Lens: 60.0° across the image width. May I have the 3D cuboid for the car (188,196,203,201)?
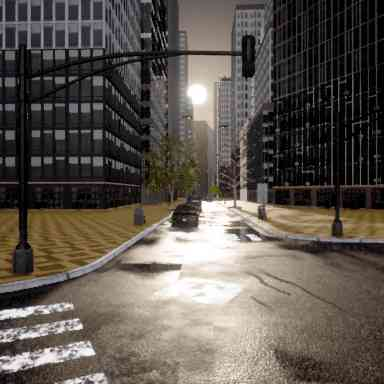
[{"bbox_3d":[0.281,1.554,46.286,2.150,2.045,5.566,0,0,2],"label":"car"}]

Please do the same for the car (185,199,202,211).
[{"bbox_3d":[-0.089,1.777,35.633,1.812,1.442,4.674,0,0,2],"label":"car"}]

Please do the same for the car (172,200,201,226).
[{"bbox_3d":[-0.447,1.654,25.419,1.882,1.535,5.008,0,0,2],"label":"car"}]
